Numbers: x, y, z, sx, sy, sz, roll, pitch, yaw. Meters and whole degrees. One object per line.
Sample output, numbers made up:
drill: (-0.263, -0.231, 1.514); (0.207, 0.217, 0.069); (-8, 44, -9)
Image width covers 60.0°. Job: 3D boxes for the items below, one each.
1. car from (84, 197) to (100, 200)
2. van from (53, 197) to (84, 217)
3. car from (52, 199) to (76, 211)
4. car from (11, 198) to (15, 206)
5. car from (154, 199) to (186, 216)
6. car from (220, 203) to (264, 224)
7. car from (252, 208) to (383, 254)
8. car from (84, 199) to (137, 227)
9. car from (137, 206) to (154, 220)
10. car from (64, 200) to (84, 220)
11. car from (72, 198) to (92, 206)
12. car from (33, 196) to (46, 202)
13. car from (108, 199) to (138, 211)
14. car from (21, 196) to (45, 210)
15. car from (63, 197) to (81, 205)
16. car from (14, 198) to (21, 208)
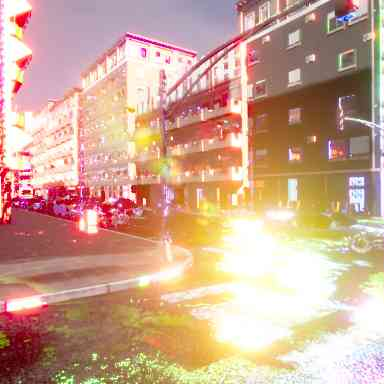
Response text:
car: (-15.297, 1.501, 51.268); (1.967, 1.590, 4.097); (-1, 1, -36)
van: (-12.394, 1.483, 32.898); (1.690, 1.788, 3.998); (-1, 1, -36)
car: (-16.746, 1.657, 43.444); (1.812, 1.442, 4.674); (-1, 0, -35)
car: (-31.799, 1.782, 59.844); (1.887, 1.381, 4.507); (-1, 1, -36)
car: (-2.358, 1.441, 33.305); (1.967, 1.590, 4.097); (-1, 1, -36)
car: (4.013, 1.498, 24.463); (1.752, 1.417, 4.829); (-1, 1, -36)
car: (5.491, 1.572, 13.938); (5.357, 1.411, 2.033); (0, 1, 42)
car: (-5.923, 1.552, 23.919); (1.967, 1.590, 4.097); (-1, 1, -36)
car: (-5.563, 1.572, 27.849); (2.128, 1.511, 4.902); (-1, 1, -36)
car: (-9.057, 1.652, 28.271); (1.752, 1.417, 4.829); (-1, 1, -36)
car: (-18.530, 1.643, 55.759); (1.947, 1.339, 4.313); (-1, 1, -36)
car: (-37.938, 1.727, 82.703); (1.887, 1.381, 4.507); (-1, 1, -36)
car: (-8.826, 1.581, 42.287); (2.008, 1.369, 4.403); (-1, 1, -36)
car: (-22.097, 1.627, 46.371); (1.967, 1.590, 4.097); (-1, 1, -36)
car: (-21.765, 1.645, 60.250); (2.008, 1.369, 4.403); (-1, 1, -36)
car: (-25.329, 1.769, 50.862); (1.947, 1.339, 4.313); (-1, 1, -36)
